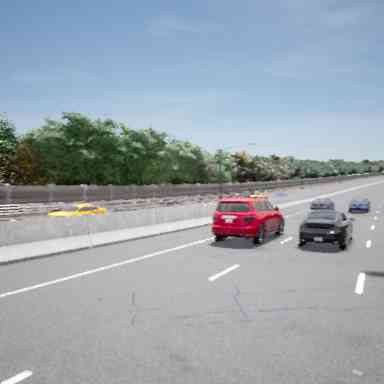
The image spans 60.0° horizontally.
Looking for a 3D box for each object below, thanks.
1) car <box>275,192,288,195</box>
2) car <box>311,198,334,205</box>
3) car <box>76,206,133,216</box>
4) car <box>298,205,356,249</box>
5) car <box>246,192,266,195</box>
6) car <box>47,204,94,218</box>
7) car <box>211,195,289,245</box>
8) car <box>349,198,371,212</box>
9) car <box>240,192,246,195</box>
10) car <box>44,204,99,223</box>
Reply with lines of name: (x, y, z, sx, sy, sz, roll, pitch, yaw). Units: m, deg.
car: (15.975, 0.817, 59.569, 1.812, 1.442, 4.674, -1, 1, 32)
car: (14.054, 1.371, 35.782, 2.033, 1.411, 5.357, -1, 1, 31)
car: (-5.471, 1.785, 23.414, 1.895, 1.301, 4.718, -1, 0, 30)
car: (6.140, 1.574, 15.110, 1.837, 1.490, 4.892, -1, 0, 30)
car: (11.951, 0.855, 59.721, 1.882, 1.535, 5.008, -1, 1, 32)
car: (-8.526, 1.692, 25.119, 1.882, 1.535, 5.008, -1, 0, 30)
car: (2.915, 1.322, 16.534, 2.150, 2.045, 5.566, -1, 0, 30)
car: (17.586, 1.319, 34.878, 2.033, 1.411, 5.357, -1, 1, 31)
car: (10.069, 0.846, 63.302, 1.837, 1.490, 4.892, -1, 1, 32)
car: (-10.388, 1.797, 28.917, 1.994, 1.385, 4.181, -1, 0, 29)
